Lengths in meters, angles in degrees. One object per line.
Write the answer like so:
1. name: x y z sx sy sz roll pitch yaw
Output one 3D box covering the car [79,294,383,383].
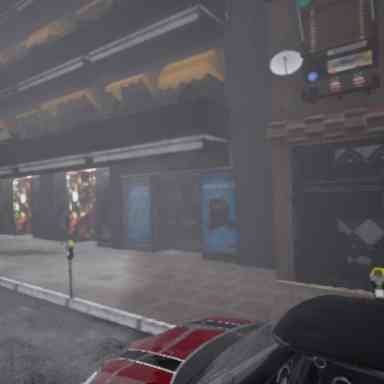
1. car: 0.954 1.444 2.075 4.097 1.590 1.967 -1 -2 36
